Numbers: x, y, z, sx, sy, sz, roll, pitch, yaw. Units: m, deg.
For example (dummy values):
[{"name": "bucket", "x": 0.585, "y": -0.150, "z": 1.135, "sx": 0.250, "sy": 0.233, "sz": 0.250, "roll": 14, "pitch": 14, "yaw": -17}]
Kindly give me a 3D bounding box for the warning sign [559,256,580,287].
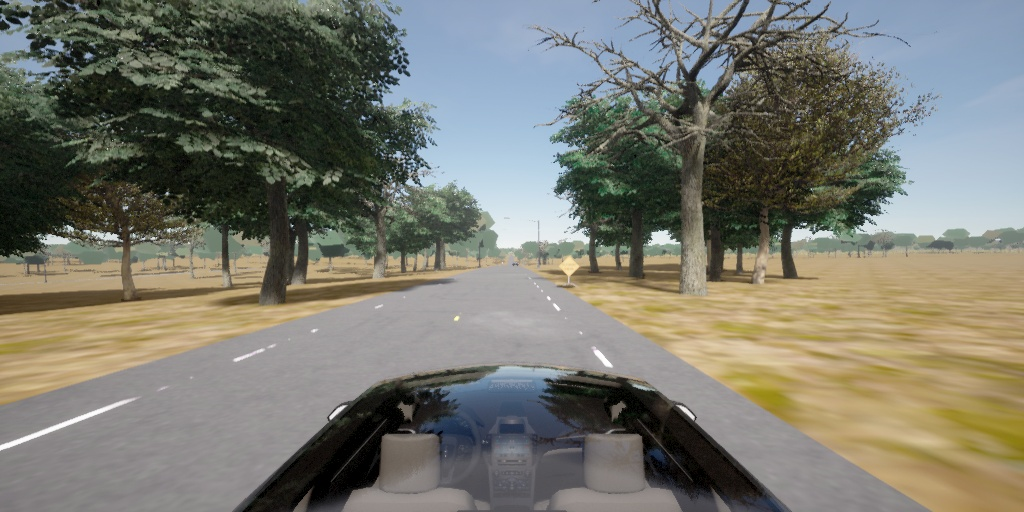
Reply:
[{"name": "warning sign", "x": 3.550, "y": 0.929, "z": 22.412, "sx": 1.300, "sy": 1.860, "sz": 1.060, "roll": 0, "pitch": 0, "yaw": 0}]
